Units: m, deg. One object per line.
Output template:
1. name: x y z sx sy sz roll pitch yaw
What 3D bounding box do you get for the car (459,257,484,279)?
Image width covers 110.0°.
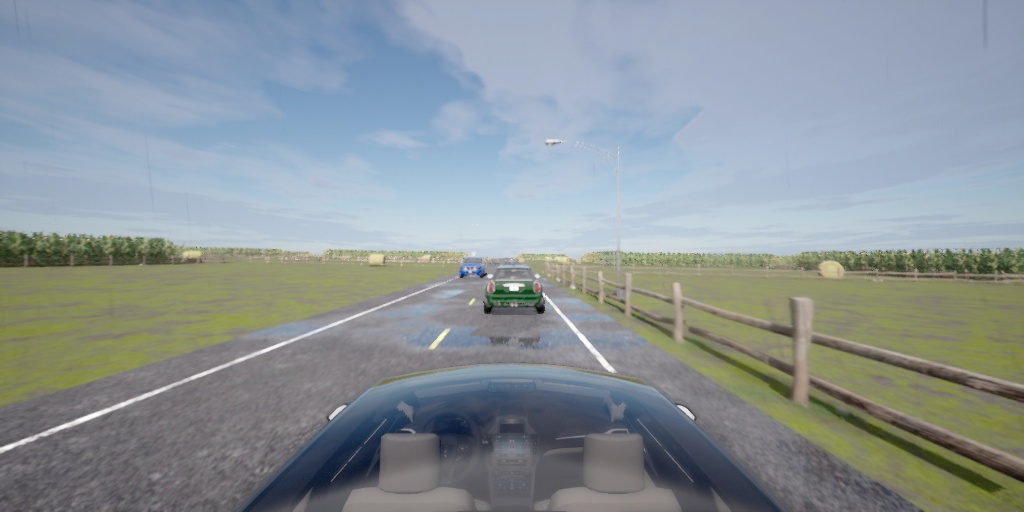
1. car: -3.695 1.077 34.371 2.150 2.045 5.566 0 0 0

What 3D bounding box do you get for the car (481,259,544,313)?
1. car: 0.064 1.145 14.434 2.097 1.767 4.553 0 0 0
